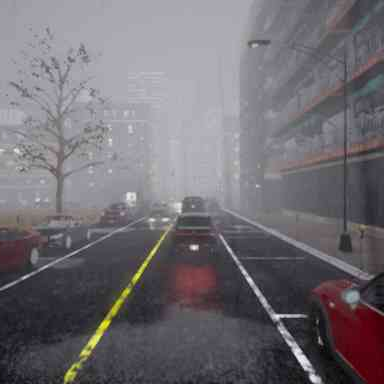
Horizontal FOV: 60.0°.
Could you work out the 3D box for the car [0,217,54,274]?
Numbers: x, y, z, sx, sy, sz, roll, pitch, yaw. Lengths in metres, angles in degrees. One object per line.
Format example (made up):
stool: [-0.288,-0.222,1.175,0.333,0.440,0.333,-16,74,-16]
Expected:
car: [-5.694,1.596,8.969,1.887,1.381,4.507,0,0,0]

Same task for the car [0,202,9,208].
car: [-38.378,2.500,63.882,4.507,1.381,1.887,-1,1,0]

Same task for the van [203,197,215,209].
van: [2.702,1.660,53.186,1.690,1.788,3.998,0,0,0]

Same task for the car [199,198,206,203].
car: [2.715,2.113,85.579,1.802,1.307,4.206,0,0,0]

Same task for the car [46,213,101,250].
car: [-5.692,1.634,14.496,2.008,1.369,4.403,0,0,0]

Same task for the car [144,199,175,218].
car: [-3.089,1.739,32.862,2.033,1.411,5.357,0,0,0]

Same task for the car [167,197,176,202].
car: [-5.666,2.097,85.594,1.947,1.339,4.313,0,0,0]

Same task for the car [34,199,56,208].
car: [-27.949,2.355,63.908,4.403,1.369,2.008,-1,1,0]

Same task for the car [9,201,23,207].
car: [-39.146,2.537,72.420,4.206,1.307,1.802,-1,1,0]

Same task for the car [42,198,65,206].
car: [-30.246,2.266,72.530,4.097,1.590,1.967,-1,1,0]

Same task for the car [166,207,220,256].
car: [0.087,1.584,13.463,1.837,1.490,4.892,0,0,0]

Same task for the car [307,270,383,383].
car: [2.684,1.460,3.438,1.967,1.590,4.097,0,0,0]

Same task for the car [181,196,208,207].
car: [0.107,1.409,32.192,2.150,2.045,5.566,0,0,0]

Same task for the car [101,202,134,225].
car: [-5.688,1.587,25.552,1.967,1.590,4.097,0,0,0]

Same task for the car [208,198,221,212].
car: [2.699,1.794,42.129,1.887,1.381,4.507,0,0,0]

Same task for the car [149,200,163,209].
car: [-5.677,1.901,53.189,1.802,1.307,4.206,0,0,0]

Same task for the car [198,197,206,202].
car: [2.717,2.135,91.102,1.947,1.339,4.313,0,0,0]

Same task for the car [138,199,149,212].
car: [-5.683,1.689,42.134,1.967,1.590,4.097,0,0,0]

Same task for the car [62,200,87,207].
car: [-22.380,2.275,63.947,4.403,1.369,2.008,-1,1,0]
